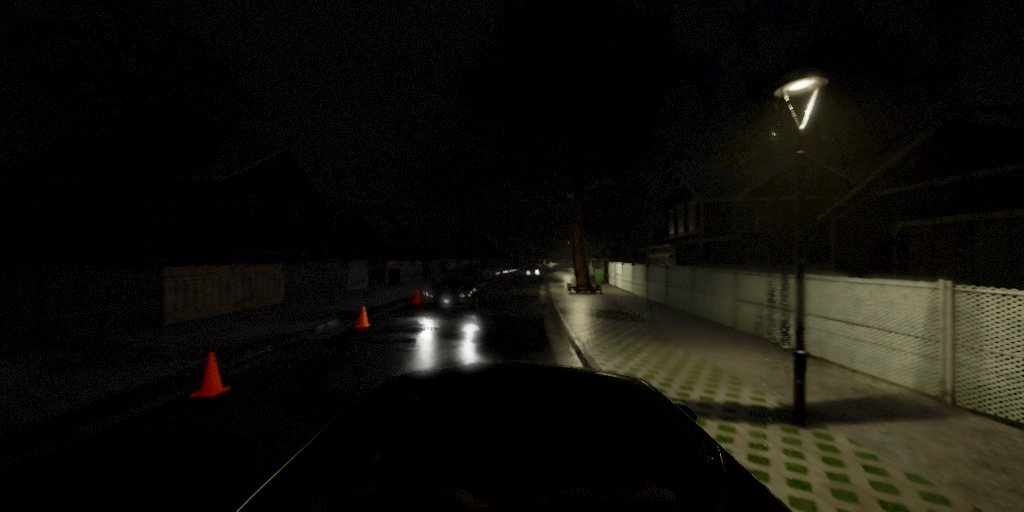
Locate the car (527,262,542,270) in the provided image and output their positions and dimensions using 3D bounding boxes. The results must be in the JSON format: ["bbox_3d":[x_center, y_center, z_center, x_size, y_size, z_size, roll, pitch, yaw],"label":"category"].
[{"bbox_3d":[3.823,1.597,59.950,1.895,1.301,4.718,0,0,14],"label":"car"}]

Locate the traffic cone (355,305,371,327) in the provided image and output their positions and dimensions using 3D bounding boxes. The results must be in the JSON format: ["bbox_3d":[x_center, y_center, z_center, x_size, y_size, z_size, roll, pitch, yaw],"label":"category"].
[{"bbox_3d":[-4.274,1.714,10.306,0.340,0.580,0.340,0,0,2],"label":"traffic cone"}]

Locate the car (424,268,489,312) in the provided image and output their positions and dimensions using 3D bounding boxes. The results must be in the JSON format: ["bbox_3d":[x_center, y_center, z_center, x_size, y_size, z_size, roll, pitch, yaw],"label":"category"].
[{"bbox_3d":[-2.063,1.279,14.435,1.837,1.490,4.892,0,0,3],"label":"car"}]

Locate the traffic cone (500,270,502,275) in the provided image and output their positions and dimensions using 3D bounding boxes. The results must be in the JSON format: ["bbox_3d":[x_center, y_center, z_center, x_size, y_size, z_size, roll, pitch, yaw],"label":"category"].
[{"bbox_3d":[-1.284,1.837,40.447,0.340,0.580,0.340,0,0,9],"label":"traffic cone"}]

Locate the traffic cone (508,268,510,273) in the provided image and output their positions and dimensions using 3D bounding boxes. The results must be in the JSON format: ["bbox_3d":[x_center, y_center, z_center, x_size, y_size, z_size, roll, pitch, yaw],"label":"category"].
[{"bbox_3d":[-0.425,1.865,45.425,0.340,0.580,0.340,0,0,10],"label":"traffic cone"}]

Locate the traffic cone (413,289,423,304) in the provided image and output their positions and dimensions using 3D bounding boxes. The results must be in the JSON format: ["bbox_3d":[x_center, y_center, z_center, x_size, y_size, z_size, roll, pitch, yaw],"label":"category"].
[{"bbox_3d":[-4.034,1.728,15.351,0.340,0.580,0.340,0,0,3],"label":"traffic cone"}]

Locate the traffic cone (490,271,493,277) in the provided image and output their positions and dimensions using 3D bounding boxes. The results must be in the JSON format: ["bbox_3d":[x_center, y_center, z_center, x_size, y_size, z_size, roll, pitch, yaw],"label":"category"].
[{"bbox_3d":[-2.040,1.811,35.454,0.340,0.580,0.340,0,0,8],"label":"traffic cone"}]

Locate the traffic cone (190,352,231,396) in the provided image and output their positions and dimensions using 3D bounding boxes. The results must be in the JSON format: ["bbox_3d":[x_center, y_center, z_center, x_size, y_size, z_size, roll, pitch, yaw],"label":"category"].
[{"bbox_3d":[-4.410,1.702,5.257,0.340,0.580,0.340,0,0,1],"label":"traffic cone"}]
